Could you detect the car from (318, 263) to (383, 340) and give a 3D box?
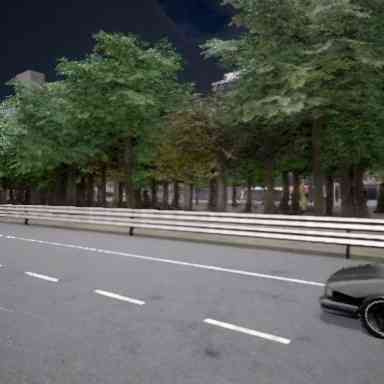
[{"bbox_3d":[4.762,1.548,4.770,5.357,1.411,2.033,0,0,35],"label":"car"}]
